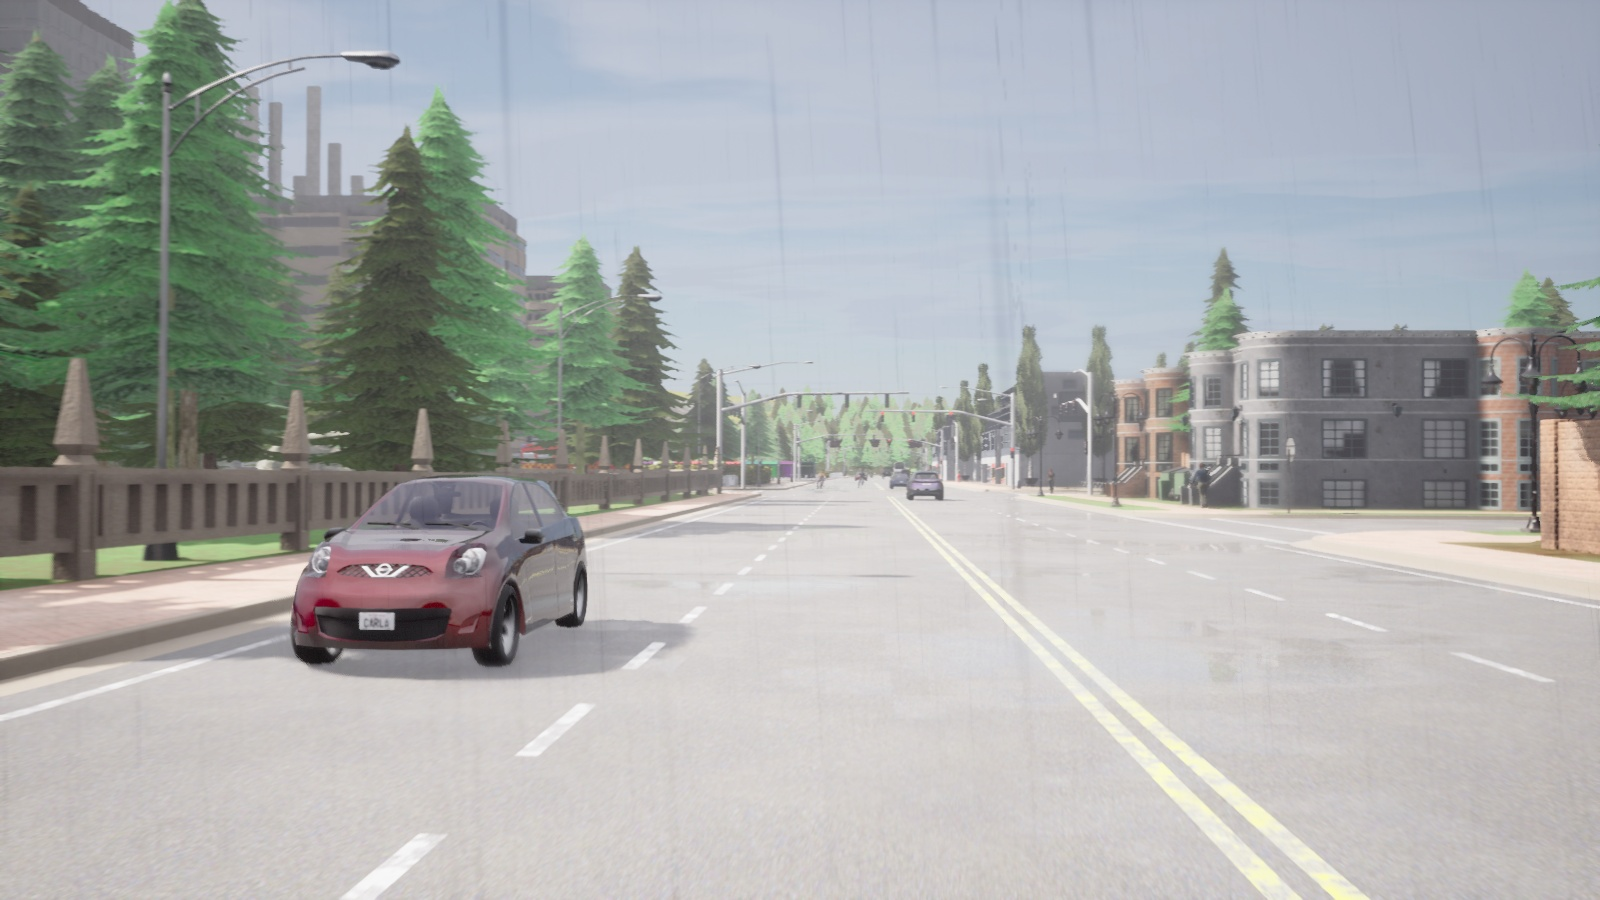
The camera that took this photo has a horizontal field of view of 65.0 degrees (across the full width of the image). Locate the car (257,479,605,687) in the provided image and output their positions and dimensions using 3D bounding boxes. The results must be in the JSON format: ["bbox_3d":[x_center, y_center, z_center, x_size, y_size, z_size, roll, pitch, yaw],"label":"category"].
[{"bbox_3d":[-3.014,1.022,11.083,1.845,1.501,3.633,0,-1,3],"label":"car"}]

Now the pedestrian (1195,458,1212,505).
[{"bbox_3d":[15.930,1.244,49.574,0.370,1.835,0.726,0,-1,-5],"label":"pedestrian"}]

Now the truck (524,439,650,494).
[{"bbox_3d":[-15.169,1.190,89.811,8.468,3.827,2.891,0,-1,3],"label":"truck"}]

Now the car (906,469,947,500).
[{"bbox_3d":[6.961,1.881,69.413,2.033,1.649,4.856,0,-1,3],"label":"car"}]
